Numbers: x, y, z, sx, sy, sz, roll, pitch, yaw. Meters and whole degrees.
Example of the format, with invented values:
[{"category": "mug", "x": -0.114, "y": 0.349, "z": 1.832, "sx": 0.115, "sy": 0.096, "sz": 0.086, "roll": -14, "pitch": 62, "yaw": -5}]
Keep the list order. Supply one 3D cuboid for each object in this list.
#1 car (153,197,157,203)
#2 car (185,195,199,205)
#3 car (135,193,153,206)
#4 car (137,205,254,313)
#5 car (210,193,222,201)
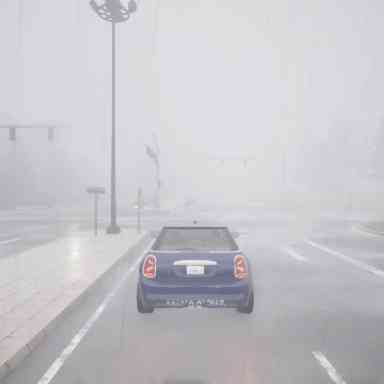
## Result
[{"category": "car", "x": -8.363, "y": 1.547, "z": 65.596, "sx": 2.033, "sy": 1.411, "sz": 5.357, "roll": 0, "pitch": 0, "yaw": 0}, {"category": "car", "x": -0.157, "y": 1.525, "z": 54.623, "sx": 1.812, "sy": 1.442, "sz": 4.674, "roll": 0, "pitch": 0, "yaw": -1}, {"category": "car", "x": -8.265, "y": 1.352, "z": 55.982, "sx": 2.097, "sy": 1.767, "sz": 4.553, "roll": 0, "pitch": 0, "yaw": -1}, {"category": "car", "x": 0.072, "y": 1.352, "z": 7.803, "sx": 2.097, "sy": 1.767, "sz": 4.553, "roll": 0, "pitch": 0, "yaw": 0}, {"category": "car", "x": 6.363, "y": 1.214, "z": 84.913, "sx": 2.150, "sy": 2.045, "sz": 5.566, "roll": 0, "pitch": 0, "yaw": -1}]
